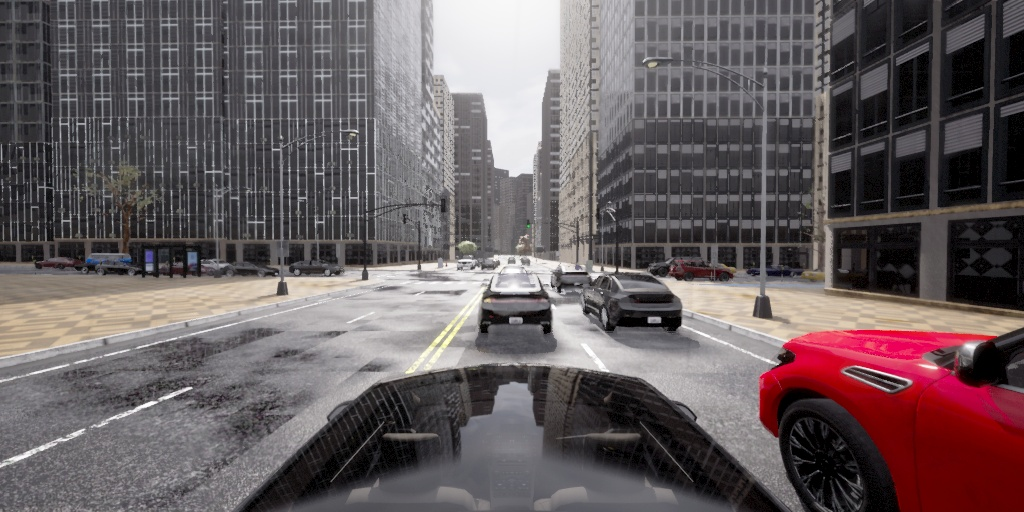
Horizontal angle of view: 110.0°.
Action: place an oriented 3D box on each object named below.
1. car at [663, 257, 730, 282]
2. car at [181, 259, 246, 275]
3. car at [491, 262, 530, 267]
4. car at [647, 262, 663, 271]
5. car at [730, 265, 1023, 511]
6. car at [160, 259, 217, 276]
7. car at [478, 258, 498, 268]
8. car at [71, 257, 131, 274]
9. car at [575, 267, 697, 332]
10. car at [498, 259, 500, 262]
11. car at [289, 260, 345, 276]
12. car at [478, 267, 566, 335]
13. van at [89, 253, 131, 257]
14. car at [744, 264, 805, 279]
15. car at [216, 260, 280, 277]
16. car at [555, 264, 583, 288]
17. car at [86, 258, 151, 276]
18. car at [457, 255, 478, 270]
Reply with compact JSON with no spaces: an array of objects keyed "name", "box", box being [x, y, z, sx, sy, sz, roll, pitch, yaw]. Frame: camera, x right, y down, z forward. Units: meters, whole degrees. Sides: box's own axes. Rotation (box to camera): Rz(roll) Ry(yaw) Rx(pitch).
[{"name":"car","box":[16.164,1.269,30.882,5.009,1.841,2.192,0,0,1]},{"name":"car","box":[-28.394,1.038,34.188,4.674,1.442,1.812,1,1,1]},{"name":"car","box":[0.082,1.288,20.616,2.033,1.411,5.357,0,0,0]},{"name":"car","box":[16.810,1.088,36.634,5.566,2.045,2.150,1,1,1]},{"name":"car","box":[3.348,0.972,0.912,2.150,2.045,5.566,0,0,0]},{"name":"car","box":[-28.445,1.138,31.499,4.207,1.307,1.802,0,0,1]},{"name":"car","box":[-3.389,1.192,52.055,1.882,1.535,5.008,0,0,0]},{"name":"car","box":[-38.616,1.020,34.393,4.718,1.301,1.895,1,1,1]},{"name":"car","box":[3.340,1.251,10.831,1.837,1.490,4.892,0,0,0]},{"name":"car","box":[-3.390,1.267,61.641,1.994,1.385,4.181,0,0,0]},{"name":"car","box":[-18.439,1.108,33.978,4.892,1.490,1.837,1,1,2]},{"name":"car","box":[0.091,1.238,10.531,2.128,1.511,4.902,0,0,0]},{"name":"van","box":[-45.326,0.604,40.317,3.998,1.789,1.690,0,0,1]},{"name":"car","box":[26.625,1.553,36.491,4.718,1.301,1.895,0,1,1]},{"name":"car","box":[-22.761,1.173,31.372,4.313,1.339,1.948,0,0,1]},{"name":"car","box":[3.340,1.232,20.909,2.128,1.511,4.902,0,0,0]},{"name":"car","box":[-34.126,1.069,31.667,4.313,1.339,1.948,0,0,1]},{"name":"car","box":[-6.639,0.935,52.503,2.150,2.045,5.566,0,0,0]}]
